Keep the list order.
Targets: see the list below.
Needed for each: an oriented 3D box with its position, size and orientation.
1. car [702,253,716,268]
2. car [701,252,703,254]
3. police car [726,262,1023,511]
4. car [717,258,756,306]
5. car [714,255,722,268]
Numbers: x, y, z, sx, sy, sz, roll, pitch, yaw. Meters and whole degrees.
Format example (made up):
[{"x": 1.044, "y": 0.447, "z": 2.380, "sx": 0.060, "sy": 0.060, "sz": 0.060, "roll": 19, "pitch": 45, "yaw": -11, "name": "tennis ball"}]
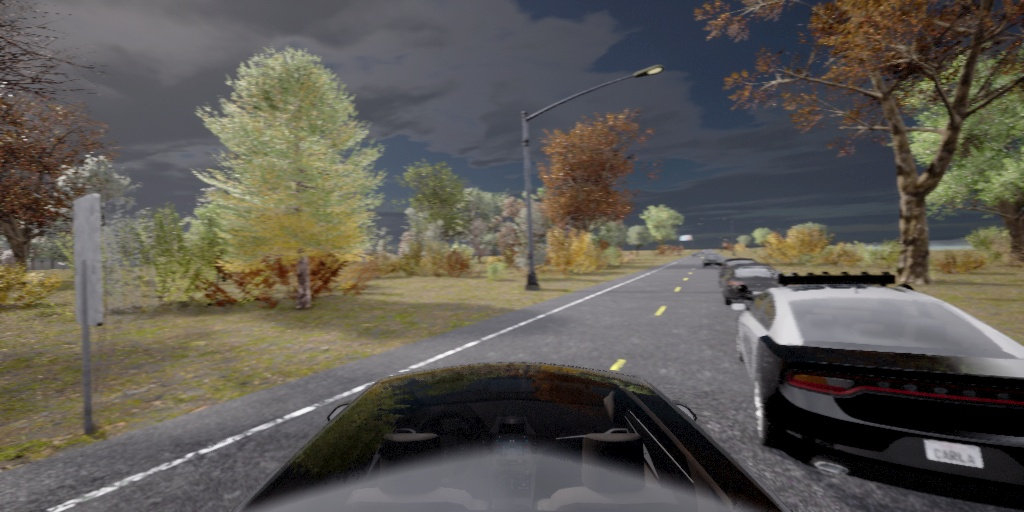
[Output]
[{"x": 22.544, "y": 0.610, "z": 40.361, "sx": 1.895, "sy": 1.301, "sz": 4.718, "roll": -3, "pitch": 0, "yaw": 29, "name": "car"}, {"x": 27.999, "y": 0.377, "z": 50.379, "sx": 2.033, "sy": 1.411, "sz": 5.357, "roll": -3, "pitch": 0, "yaw": 29, "name": "car"}, {"x": 4.050, "y": 1.019, "z": 4.567, "sx": 1.930, "sy": 1.638, "sz": 5.238, "roll": -3, "pitch": 0, "yaw": 29, "name": "police car"}, {"x": 8.800, "y": 0.968, "z": 13.236, "sx": 1.812, "sy": 1.442, "sz": 4.674, "roll": -3, "pitch": 0, "yaw": 29, "name": "car"}, {"x": 11.686, "y": 0.854, "z": 18.494, "sx": 1.837, "sy": 1.490, "sz": 4.892, "roll": -3, "pitch": 0, "yaw": 29, "name": "car"}]
